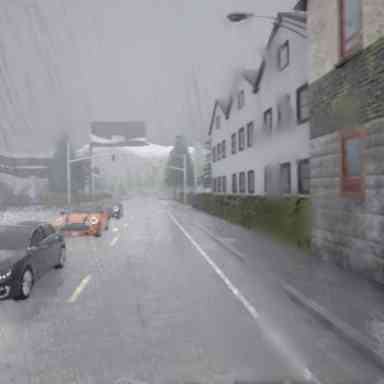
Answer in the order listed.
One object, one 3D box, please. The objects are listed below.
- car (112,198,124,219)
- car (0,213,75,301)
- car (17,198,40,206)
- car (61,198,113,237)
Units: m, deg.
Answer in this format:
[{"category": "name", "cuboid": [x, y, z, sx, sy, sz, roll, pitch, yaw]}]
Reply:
[{"category": "car", "cuboid": [-6.998, 1.339, 28.071, 2.097, 1.767, 4.553, -1, 0, -7]}, {"category": "car", "cuboid": [-4.562, 1.543, 8.388, 1.837, 1.490, 4.892, -1, 0, -7]}, {"category": "car", "cuboid": [-30.035, 1.883, 62.109, 4.611, 1.667, 2.242, -1, 0, -7]}, {"category": "car", "cuboid": [-5.727, 1.366, 17.709, 2.097, 1.767, 4.553, -1, 0, -7]}]
